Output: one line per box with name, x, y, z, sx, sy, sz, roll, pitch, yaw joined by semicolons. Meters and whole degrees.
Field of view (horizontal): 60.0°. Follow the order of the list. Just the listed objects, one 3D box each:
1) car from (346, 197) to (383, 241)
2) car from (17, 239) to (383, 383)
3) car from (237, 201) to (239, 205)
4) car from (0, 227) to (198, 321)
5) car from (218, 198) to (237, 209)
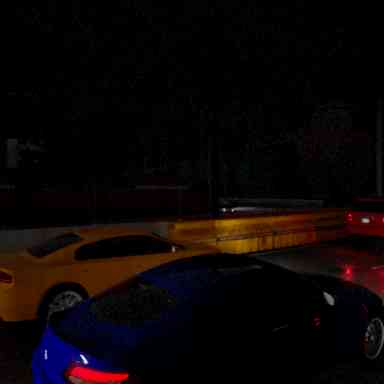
car;9.086;1.220;14.488;5.566;2.045;2.150;0;0;-32
car;0.594;1.526;4.160;4.674;1.442;1.812;0;0;-35
car;5.070;1.599;51.025;1.895;1.301;4.718;0;0;-33
car;-1.428;1.477;7.015;5.008;1.535;1.882;0;0;-35
car;3.784;1.524;46.587;1.812;1.442;4.674;0;0;-33
